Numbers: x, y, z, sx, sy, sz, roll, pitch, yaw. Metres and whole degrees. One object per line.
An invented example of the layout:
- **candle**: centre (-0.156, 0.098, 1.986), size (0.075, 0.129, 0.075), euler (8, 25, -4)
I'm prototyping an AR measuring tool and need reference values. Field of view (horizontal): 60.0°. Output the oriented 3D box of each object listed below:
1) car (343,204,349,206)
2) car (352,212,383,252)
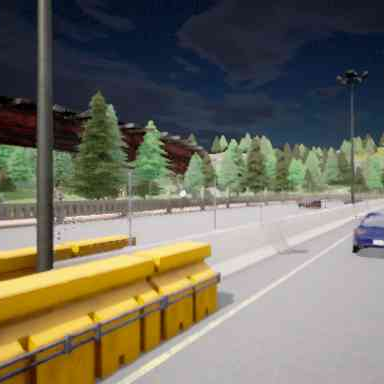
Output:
- **car**: centre (23.266, 1.448, 47.859), size (1.994, 1.385, 4.181), euler (0, 0, 40)
- **car**: centre (7.445, 1.492, 12.883), size (1.812, 1.442, 4.674), euler (0, 0, 34)
